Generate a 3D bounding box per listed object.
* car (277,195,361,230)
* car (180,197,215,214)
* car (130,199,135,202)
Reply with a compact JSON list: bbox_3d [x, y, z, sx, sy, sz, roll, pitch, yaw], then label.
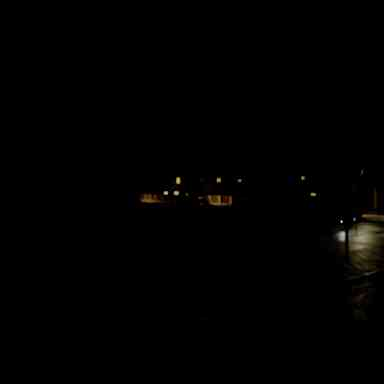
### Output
[{"bbox_3d":[8.031,1.252,21.840,2.150,2.045,5.566,-2,1,-33],"label":"car"},{"bbox_3d":[0.647,1.375,33.048,2.097,1.767,4.553,-2,1,-33],"label":"car"},{"bbox_3d":[-8.421,1.608,46.882,1.895,1.301,4.718,-2,1,-33],"label":"car"}]
